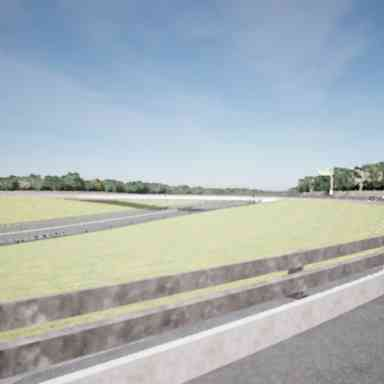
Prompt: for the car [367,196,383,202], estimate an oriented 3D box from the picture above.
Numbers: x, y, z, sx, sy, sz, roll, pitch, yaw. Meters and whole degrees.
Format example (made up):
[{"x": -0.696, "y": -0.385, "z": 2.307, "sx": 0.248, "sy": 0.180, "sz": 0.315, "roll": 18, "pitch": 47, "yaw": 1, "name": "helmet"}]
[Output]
[{"x": 43.155, "y": 1.624, "z": 78.123, "sx": 1.837, "sy": 1.490, "sz": 4.892, "roll": 0, "pitch": 0, "yaw": 1, "name": "car"}]
